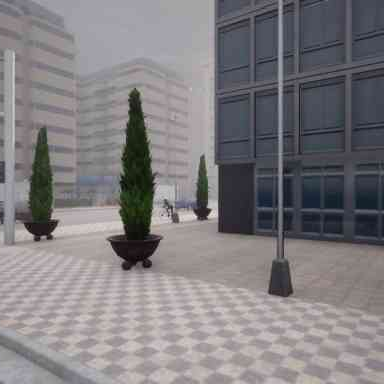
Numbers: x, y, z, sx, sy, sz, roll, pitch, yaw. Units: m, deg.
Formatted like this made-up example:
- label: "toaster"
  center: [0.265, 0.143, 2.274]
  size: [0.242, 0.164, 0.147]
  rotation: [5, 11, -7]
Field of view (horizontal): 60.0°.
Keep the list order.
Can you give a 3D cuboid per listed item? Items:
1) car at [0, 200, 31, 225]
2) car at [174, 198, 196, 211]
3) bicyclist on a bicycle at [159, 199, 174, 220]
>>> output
- label: "car"
  center: [-12.957, 1.407, 24.767]
  size: [2.097, 1.767, 4.553]
  rotation: [0, 0, 37]
- label: "car"
  center: [-0.204, 1.533, 42.643]
  size: [1.882, 1.535, 5.008]
  rotation: [0, 0, 35]
- label: "bicyclist on a bicycle"
  center: [-1.935, 1.356, 25.837]
  size: [1.656, 1.620, 0.582]
  rotation: [0, 0, 35]
